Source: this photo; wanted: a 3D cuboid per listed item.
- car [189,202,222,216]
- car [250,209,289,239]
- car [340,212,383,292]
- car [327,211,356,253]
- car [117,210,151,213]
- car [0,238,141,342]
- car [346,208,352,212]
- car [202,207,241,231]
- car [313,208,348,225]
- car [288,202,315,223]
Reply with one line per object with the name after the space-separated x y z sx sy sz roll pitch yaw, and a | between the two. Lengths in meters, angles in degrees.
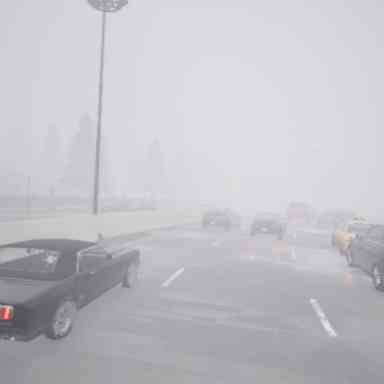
1.723 2.000 39.677 1.882 1.535 5.008 2 -1 29 | car
4.760 1.961 20.535 1.812 1.442 4.674 2 -1 19 | car
6.140 1.724 9.897 2.097 1.767 4.553 2 -1 13 | car
7.536 1.947 15.140 1.801 1.575 5.366 2 -1 17 | car
-5.185 1.726 33.658 1.994 1.385 4.181 2 -1 25 | car
-2.552 1.567 6.521 1.895 1.301 4.718 2 -1 10 | car
18.706 2.762 40.823 1.837 1.490 4.892 2 -1 37 | car
2.191 1.853 23.659 2.128 1.511 4.902 2 -1 20 | car
13.284 2.488 31.743 1.994 1.385 4.181 2 -1 31 | car
11.851 2.133 35.922 2.150 2.045 5.566 2 -1 29 | car
